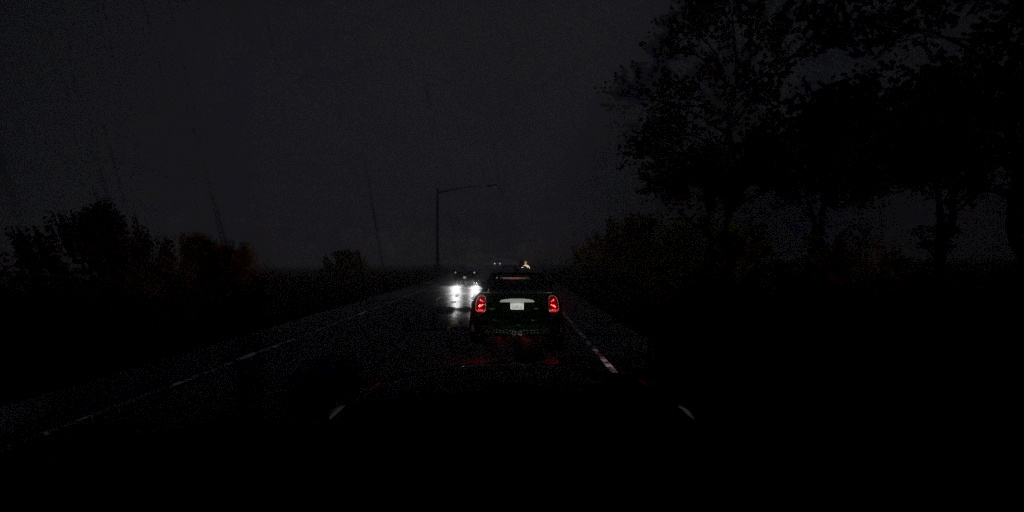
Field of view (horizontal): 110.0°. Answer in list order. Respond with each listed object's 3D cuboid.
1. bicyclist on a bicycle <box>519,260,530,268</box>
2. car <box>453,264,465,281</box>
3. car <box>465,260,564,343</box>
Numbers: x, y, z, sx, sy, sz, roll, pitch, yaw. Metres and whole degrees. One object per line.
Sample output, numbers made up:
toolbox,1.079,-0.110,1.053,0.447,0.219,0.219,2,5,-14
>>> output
bicyclist on a bicycle,0.975,1.177,25.641,0.866,1.612,1.509,0,0,1
car,-3.597,1.340,29.458,1.895,1.301,4.718,0,0,0
car,0.113,1.099,9.818,2.097,1.767,4.553,0,0,0
